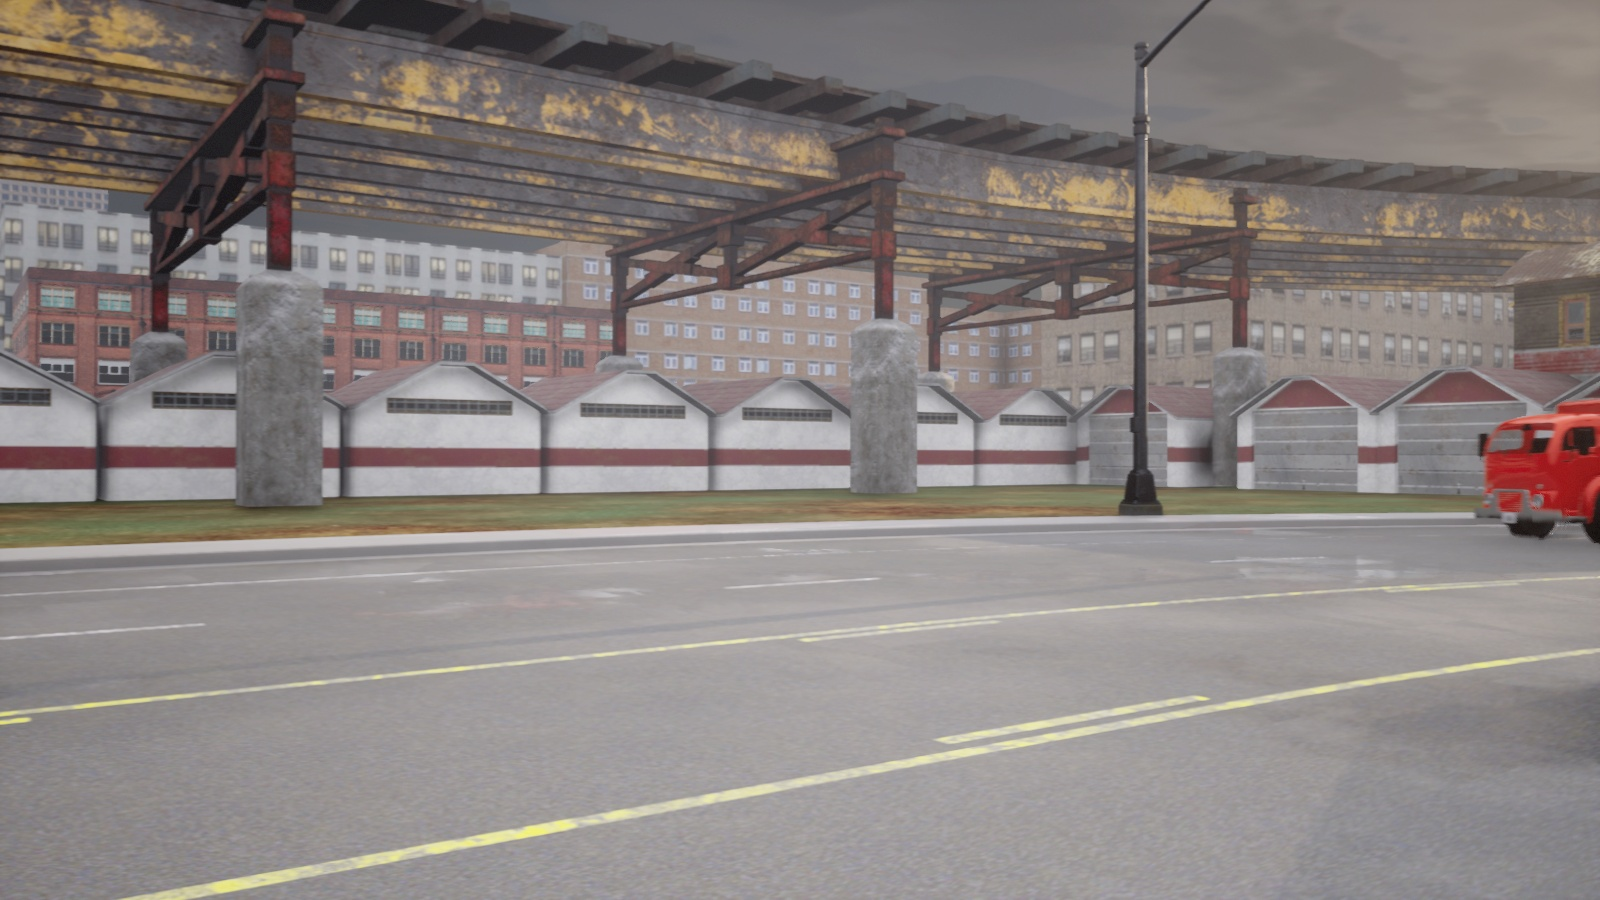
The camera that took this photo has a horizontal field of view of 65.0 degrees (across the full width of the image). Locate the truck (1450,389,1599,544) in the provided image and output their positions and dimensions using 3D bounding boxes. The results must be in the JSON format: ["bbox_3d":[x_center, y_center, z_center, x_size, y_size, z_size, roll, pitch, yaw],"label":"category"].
[{"bbox_3d":[14.473,0.284,21.713,5.204,2.467,2.627,0,-1,-10],"label":"truck"}]
